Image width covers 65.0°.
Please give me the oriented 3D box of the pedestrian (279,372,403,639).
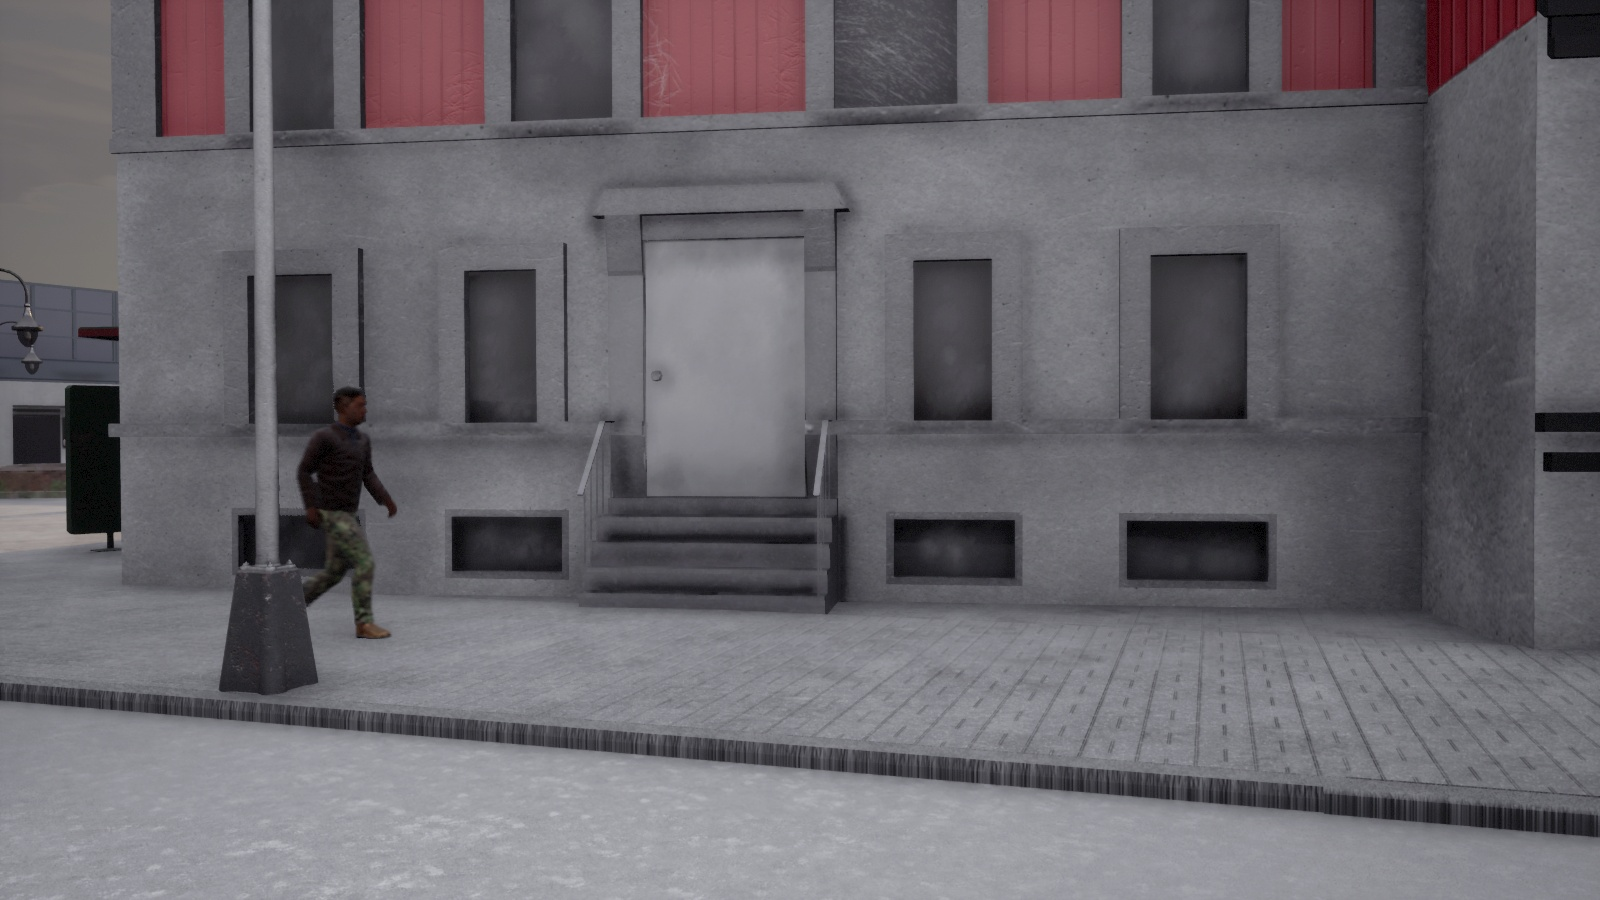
[{"bbox_3d":[-3.254,0.381,8.930,0.703,1.840,0.431,0,1,10],"label":"pedestrian"}]
